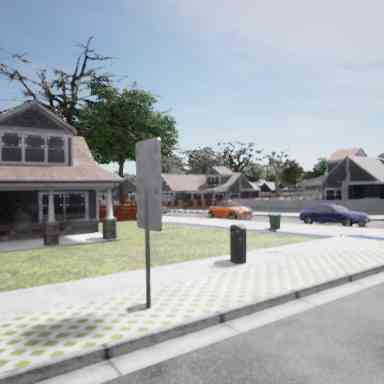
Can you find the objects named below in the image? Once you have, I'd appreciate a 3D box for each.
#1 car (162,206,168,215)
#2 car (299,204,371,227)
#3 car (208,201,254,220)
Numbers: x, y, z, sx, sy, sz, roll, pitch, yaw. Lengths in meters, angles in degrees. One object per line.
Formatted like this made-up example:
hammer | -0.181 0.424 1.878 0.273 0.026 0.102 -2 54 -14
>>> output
car | -4.958 1.970 41.851 2.097 1.767 4.553 -1 -1 -38
car | 9.393 1.519 22.262 1.812 1.442 4.674 -1 -1 -33
car | 3.495 1.612 30.517 2.097 1.767 4.553 -1 -1 -36
